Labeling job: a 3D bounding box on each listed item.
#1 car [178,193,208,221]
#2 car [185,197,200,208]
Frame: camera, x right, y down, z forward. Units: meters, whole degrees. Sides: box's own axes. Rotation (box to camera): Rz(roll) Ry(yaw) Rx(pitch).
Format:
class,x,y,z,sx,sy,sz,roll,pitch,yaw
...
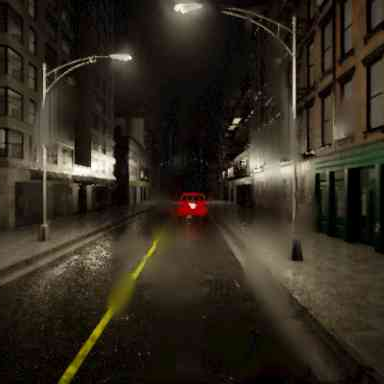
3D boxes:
class,x,y,z,sx,sy,sz,roll,pitch,yaw
car,0.083,1.099,25.754,2.150,2.045,5.566,0,0,0
car,0.081,1.388,45.031,1.895,1.301,4.718,0,0,0
